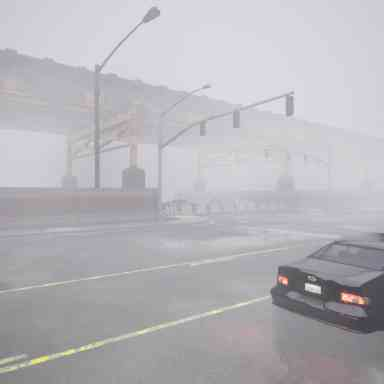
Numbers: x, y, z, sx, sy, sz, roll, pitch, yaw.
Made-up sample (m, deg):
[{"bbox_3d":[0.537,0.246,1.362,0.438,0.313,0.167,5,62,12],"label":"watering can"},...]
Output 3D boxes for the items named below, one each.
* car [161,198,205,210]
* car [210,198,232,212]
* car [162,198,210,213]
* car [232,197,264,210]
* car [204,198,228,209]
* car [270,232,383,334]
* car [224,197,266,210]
[{"bbox_3d":[-0.929,1.295,35.965,4.536,1.218,1.853,0,0,7],"label":"car"},{"bbox_3d":[2.839,1.453,38.683,2.038,1.542,4.974,0,0,17],"label":"car"},{"bbox_3d":[-0.878,1.453,35.959,4.974,1.542,2.038,0,0,7],"label":"car"},{"bbox_3d":[6.659,1.295,42.476,4.536,1.218,1.853,0,0,-8],"label":"car"},{"bbox_3d":[2.854,1.295,38.732,1.853,1.218,4.536,0,0,17],"label":"car"},{"bbox_3d":[3.916,1.547,6.647,5.357,1.411,2.033,0,0,-36],"label":"car"},{"bbox_3d":[6.710,1.453,42.483,4.974,1.542,2.038,0,0,-8],"label":"car"}]
